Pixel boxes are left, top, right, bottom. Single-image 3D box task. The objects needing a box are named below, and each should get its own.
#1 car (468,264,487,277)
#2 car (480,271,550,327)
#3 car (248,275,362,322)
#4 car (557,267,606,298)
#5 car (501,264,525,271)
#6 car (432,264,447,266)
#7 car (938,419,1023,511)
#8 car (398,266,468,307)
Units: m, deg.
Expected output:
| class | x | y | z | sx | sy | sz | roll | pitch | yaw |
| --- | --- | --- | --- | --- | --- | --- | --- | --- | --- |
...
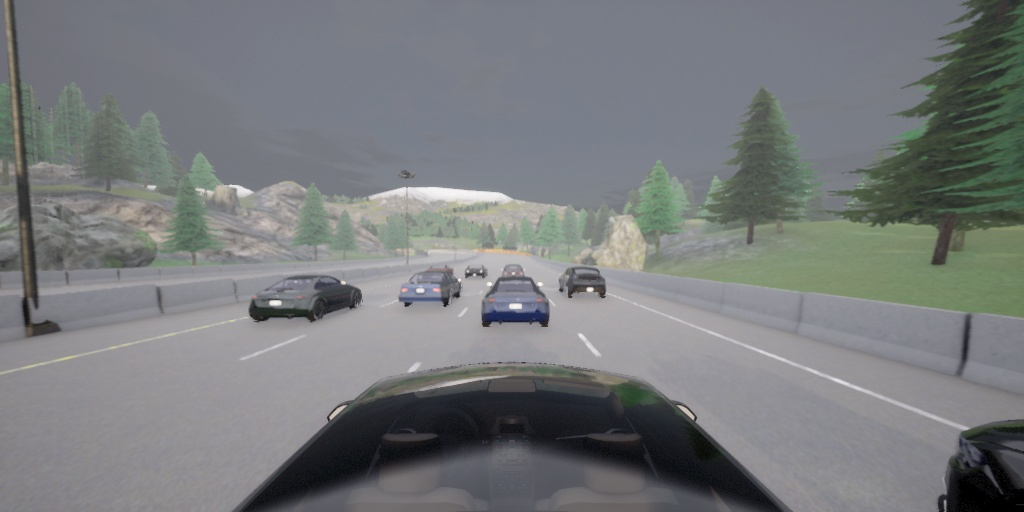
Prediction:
| class | x | y | z | sx | sy | sz | roll | pitch | yaw |
| --- | --- | --- | --- | --- | --- | --- | --- | --- | --- |
| car | -3.406 | 1.447 | 34.917 | 1.895 | 1.301 | 4.718 | 0 | 0 | 0 |
| car | 0.098 | 1.343 | 11.716 | 1.994 | 1.385 | 4.181 | 0 | 0 | 0 |
| car | -6.902 | 1.345 | 12.465 | 1.994 | 1.385 | 4.181 | 0 | 0 | 0 |
| car | 3.597 | 1.305 | 18.931 | 1.837 | 1.490 | 4.892 | 0 | 0 | 0 |
| car | 0.095 | 1.378 | 29.392 | 2.033 | 1.411 | 5.357 | 0 | 0 | 0 |
| car | -6.906 | 1.447 | 34.907 | 1.895 | 1.301 | 4.718 | 0 | 0 | 0 |
| car | 3.600 | 1.239 | 0.171 | 2.128 | 1.511 | 4.902 | 0 | 0 | 0 |
| car | -3.403 | 1.338 | 15.816 | 2.033 | 1.411 | 5.357 | 0 | 0 | 0 |
